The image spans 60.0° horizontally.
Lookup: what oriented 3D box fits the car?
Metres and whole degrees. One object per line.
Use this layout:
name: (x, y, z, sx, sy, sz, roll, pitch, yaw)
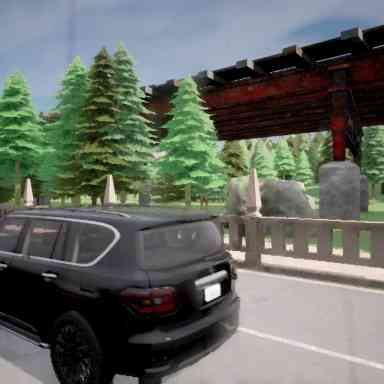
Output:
car: (-1.935, 1.225, 5.387, 5.566, 2.045, 2.150, 1, 0, 36)
